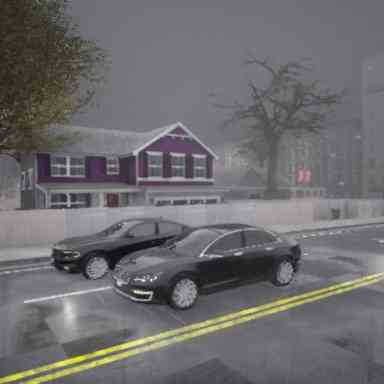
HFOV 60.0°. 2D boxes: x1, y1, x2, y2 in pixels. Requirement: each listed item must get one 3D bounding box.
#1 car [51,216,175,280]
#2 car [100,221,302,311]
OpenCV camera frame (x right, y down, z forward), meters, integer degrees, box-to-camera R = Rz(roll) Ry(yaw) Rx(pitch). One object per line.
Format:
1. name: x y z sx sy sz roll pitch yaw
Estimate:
1. car: -1.681 1.549 10.342 5.008 1.535 1.882 0 0 -34
2. car: 0.568 1.550 7.943 4.892 1.490 1.837 0 0 -34
